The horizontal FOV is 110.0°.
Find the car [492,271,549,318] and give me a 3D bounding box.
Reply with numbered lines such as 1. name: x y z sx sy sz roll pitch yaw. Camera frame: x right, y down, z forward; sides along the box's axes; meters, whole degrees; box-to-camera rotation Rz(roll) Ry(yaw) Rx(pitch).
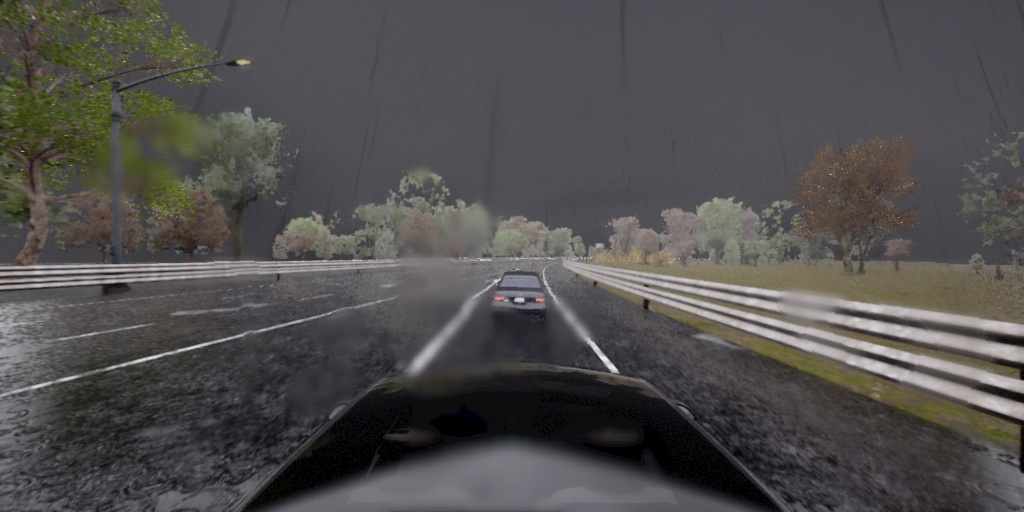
1. car: 0.306 1.245 12.961 2.033 1.411 5.357 2 2 1
